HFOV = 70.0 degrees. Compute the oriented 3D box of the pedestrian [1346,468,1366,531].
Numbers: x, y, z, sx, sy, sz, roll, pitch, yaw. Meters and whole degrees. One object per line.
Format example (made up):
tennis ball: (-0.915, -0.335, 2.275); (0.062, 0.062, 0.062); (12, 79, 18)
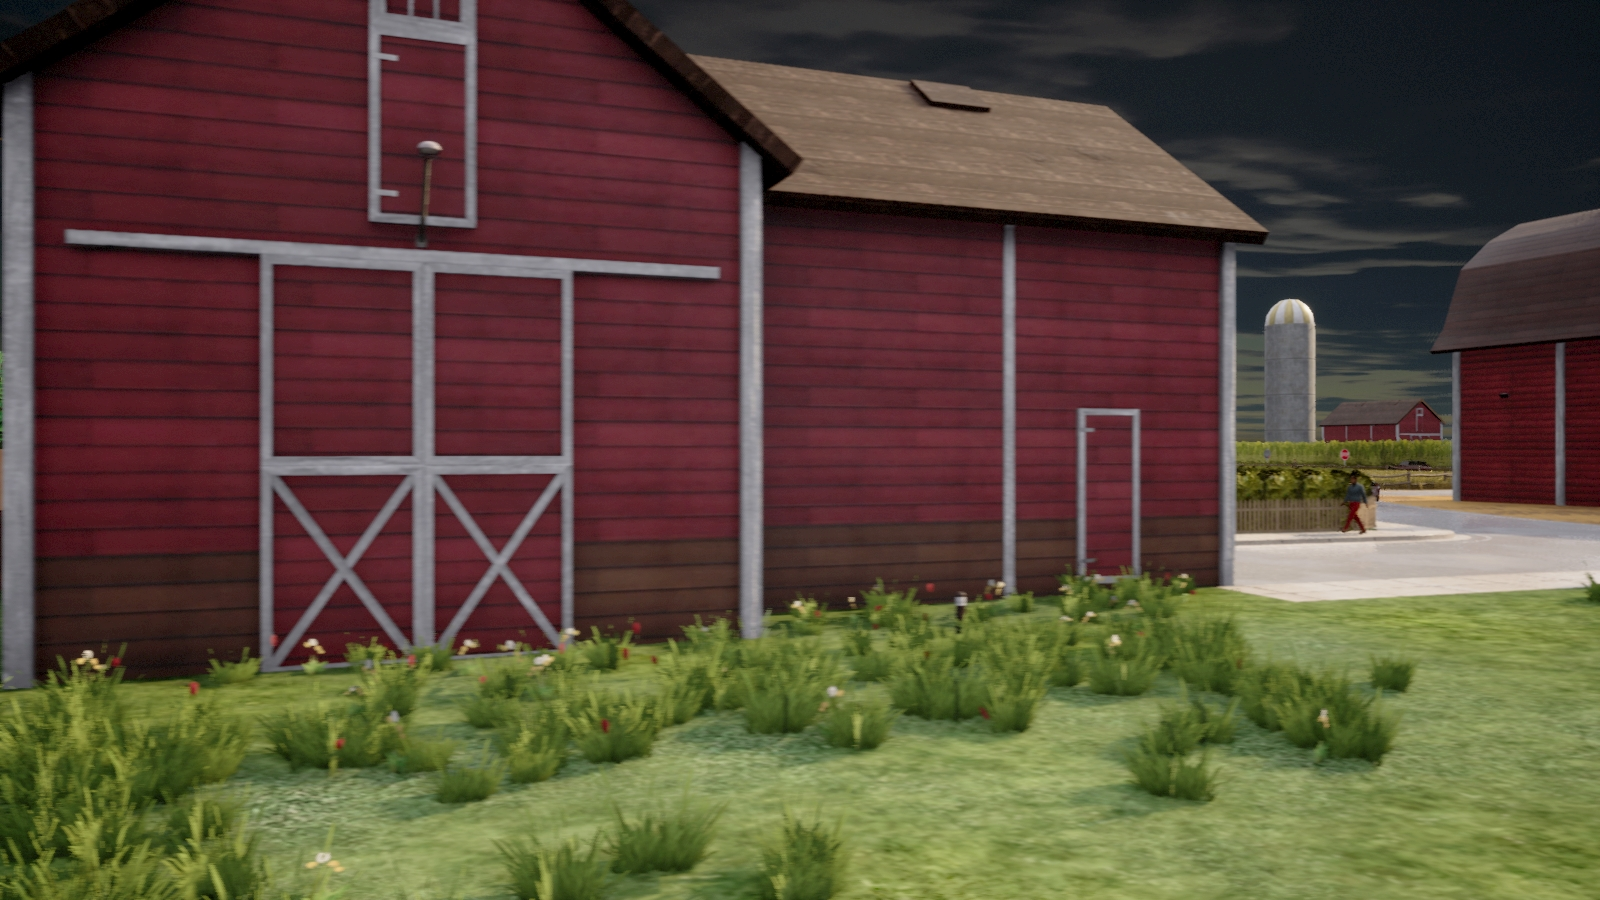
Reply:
pedestrian: (16.636, 1.465, 34.165); (0.375, 1.860, 0.375); (0, 0, -22)
